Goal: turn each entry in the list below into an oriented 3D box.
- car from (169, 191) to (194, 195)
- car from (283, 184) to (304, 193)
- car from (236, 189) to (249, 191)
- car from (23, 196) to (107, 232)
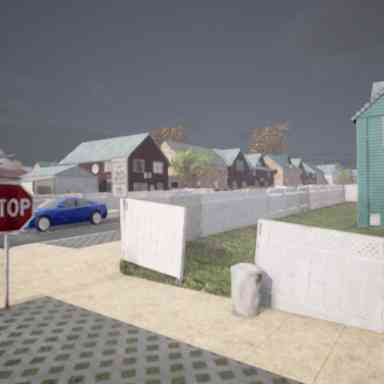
[{"bbox_3d":[-0.988,0.748,25.202,1.882,1.535,5.008,-1,1,35],"label":"car"},{"bbox_3d":[14.156,-0.105,46.622,2.150,2.045,5.566,-1,1,35],"label":"car"},{"bbox_3d":[5.179,0.460,33.975,1.882,1.535,5.008,-1,1,35],"label":"car"},{"bbox_3d":[-6.653,1.016,17.064,1.882,1.535,5.008,-1,1,34],"label":"car"}]
